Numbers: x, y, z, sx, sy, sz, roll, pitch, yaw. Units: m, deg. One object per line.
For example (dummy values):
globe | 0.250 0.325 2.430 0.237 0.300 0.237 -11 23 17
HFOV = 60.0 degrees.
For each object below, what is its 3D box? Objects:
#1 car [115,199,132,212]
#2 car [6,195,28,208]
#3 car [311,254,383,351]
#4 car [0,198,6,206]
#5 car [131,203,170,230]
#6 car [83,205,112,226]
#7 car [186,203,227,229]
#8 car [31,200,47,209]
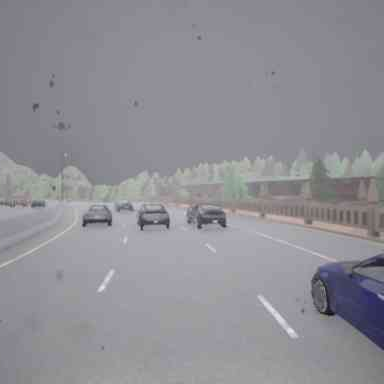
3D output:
car | -8.180 1.614 39.910 1.812 1.442 4.674 0 0 -19
car | -28.350 1.478 54.473 2.150 2.045 5.566 0 0 -19
car | 3.289 1.515 4.549 1.812 1.442 4.674 0 0 -2
car | -34.064 1.784 60.167 1.882 1.535 5.008 0 0 -20
car | -2.597 1.526 21.643 2.128 1.511 4.902 0 0 -12
car | -6.820 1.628 24.144 1.994 1.385 4.181 0 0 -14
car | 0.866 1.518 22.125 1.837 1.490 4.892 0 0 -12
car | -23.367 1.816 50.833 1.895 1.301 4.718 0 0 -19
